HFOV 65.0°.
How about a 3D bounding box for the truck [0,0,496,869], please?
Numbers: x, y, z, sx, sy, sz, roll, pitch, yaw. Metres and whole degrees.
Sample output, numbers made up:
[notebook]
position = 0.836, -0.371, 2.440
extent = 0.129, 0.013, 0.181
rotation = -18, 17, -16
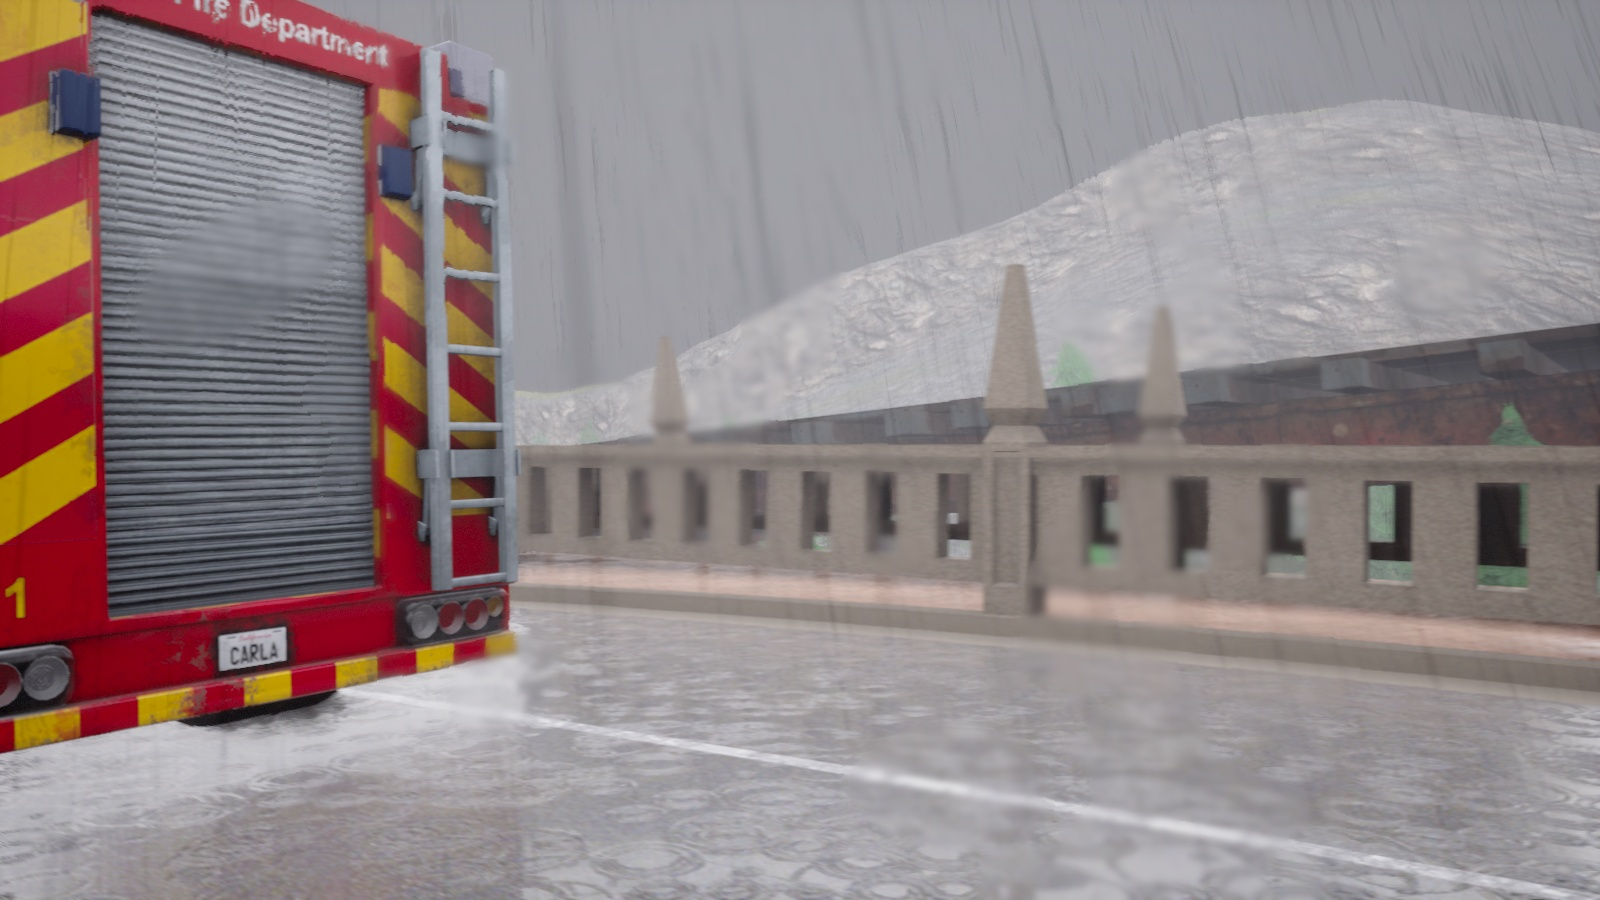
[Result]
[truck]
position = -5.952, -0.272, 7.560
extent = 8.468, 3.827, 2.891
rotation = -3, -1, 34
